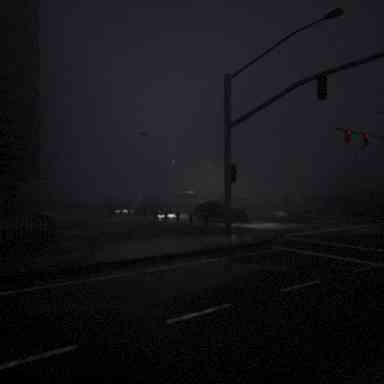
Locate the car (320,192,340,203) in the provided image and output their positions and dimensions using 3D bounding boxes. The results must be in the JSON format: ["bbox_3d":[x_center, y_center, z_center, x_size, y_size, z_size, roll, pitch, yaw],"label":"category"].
[{"bbox_3d":[29.535,0.845,68.484,1.932,1.855,4.605,0,0,-36],"label":"car"}]

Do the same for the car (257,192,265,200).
[{"bbox_3d":[14.121,1.095,75.935,1.784,1.438,3.905,0,0,-36],"label":"car"}]

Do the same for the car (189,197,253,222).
[{"bbox_3d":[2.138,1.398,25.692,1.882,1.535,5.008,0,0,-36],"label":"car"}]

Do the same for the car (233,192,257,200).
[{"bbox_3d":[11.762,1.141,74.256,1.970,1.475,3.806,0,0,-36],"label":"car"}]

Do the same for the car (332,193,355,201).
[{"bbox_3d":[31.932,1.042,70.113,1.784,1.438,3.905,0,0,-36],"label":"car"}]

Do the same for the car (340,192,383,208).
[{"bbox_3d":[21.364,0.954,41.176,1.932,1.855,4.605,0,0,-36],"label":"car"}]

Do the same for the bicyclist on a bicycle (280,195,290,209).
[{"bbox_3d":[10.762,1.152,38.517,1.656,1.620,0.582,-1,0,-36],"label":"bicyclist on a bicycle"}]

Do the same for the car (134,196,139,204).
[{"bbox_3d":[-9.813,1.376,54.698,2.128,1.511,4.902,0,0,-36],"label":"car"}]

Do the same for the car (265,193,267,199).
[{"bbox_3d":[16.276,0.872,77.532,1.932,1.855,4.605,0,0,-36],"label":"car"}]

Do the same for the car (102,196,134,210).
[{"bbox_3d":[-9.747,1.467,42.272,2.033,1.411,5.357,0,0,-36],"label":"car"}]

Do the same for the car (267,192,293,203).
[{"bbox_3d":[15.825,1.169,58.609,1.970,1.475,3.806,0,0,-36],"label":"car"}]

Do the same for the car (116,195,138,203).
[{"bbox_3d":[-12.648,1.416,64.482,2.033,1.411,5.357,0,0,-36],"label":"car"}]

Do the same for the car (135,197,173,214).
[{"bbox_3d":[-3.647,1.484,33.759,1.994,1.385,4.181,0,0,-36],"label":"car"}]

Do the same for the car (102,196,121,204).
[{"bbox_3d":[-14.984,1.449,61.886,1.994,1.385,4.181,0,0,-36],"label":"car"}]
